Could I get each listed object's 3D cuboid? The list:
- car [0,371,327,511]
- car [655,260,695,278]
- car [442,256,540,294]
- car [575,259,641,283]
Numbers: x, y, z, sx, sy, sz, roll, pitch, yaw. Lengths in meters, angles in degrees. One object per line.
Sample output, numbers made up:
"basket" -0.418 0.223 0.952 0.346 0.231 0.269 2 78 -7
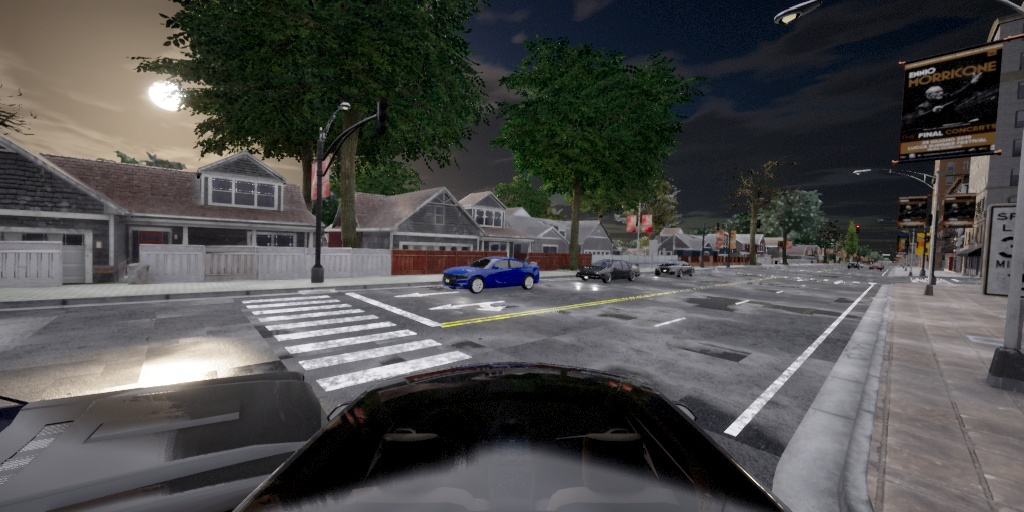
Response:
"car" -3.319 1.274 1.484 4.718 1.301 1.895 1 2 -33
"car" 13.749 1.018 30.214 4.181 1.385 1.994 1 2 -43
"car" -0.855 0.776 16.627 5.008 1.535 1.882 1 3 -43
"car" 6.431 0.922 23.420 5.357 1.411 2.033 1 2 -43
